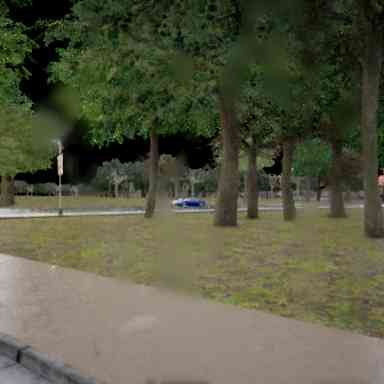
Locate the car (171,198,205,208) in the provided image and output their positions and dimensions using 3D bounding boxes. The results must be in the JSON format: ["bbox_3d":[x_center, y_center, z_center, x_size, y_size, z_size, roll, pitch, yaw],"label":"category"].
[{"bbox_3d":[-0.232,1.737,53.499,5.008,1.535,1.882,1,0,-31],"label":"car"}]
